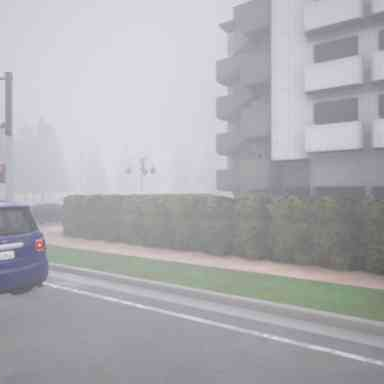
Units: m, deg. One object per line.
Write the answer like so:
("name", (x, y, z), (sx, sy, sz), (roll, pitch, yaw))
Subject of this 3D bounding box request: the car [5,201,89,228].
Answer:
("car", (-9.720, 1.435, 22.779), (1.882, 1.535, 5.008), (0, 0, 35))

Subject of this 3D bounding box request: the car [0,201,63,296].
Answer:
("car", (-5.521, 1.211, 7.294), (5.566, 2.045, 2.150), (0, 0, 33))
